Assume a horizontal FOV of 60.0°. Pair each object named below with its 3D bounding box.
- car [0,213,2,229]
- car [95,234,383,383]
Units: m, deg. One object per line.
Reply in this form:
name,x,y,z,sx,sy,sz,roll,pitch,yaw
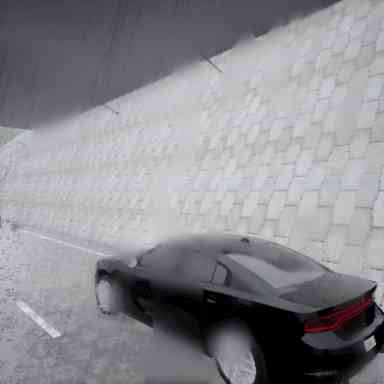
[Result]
car,-12.712,1.447,19.710,1.837,1.490,4.892,-1,1,-42
car,0.210,1.422,5.326,1.882,1.535,5.008,-1,1,-42
